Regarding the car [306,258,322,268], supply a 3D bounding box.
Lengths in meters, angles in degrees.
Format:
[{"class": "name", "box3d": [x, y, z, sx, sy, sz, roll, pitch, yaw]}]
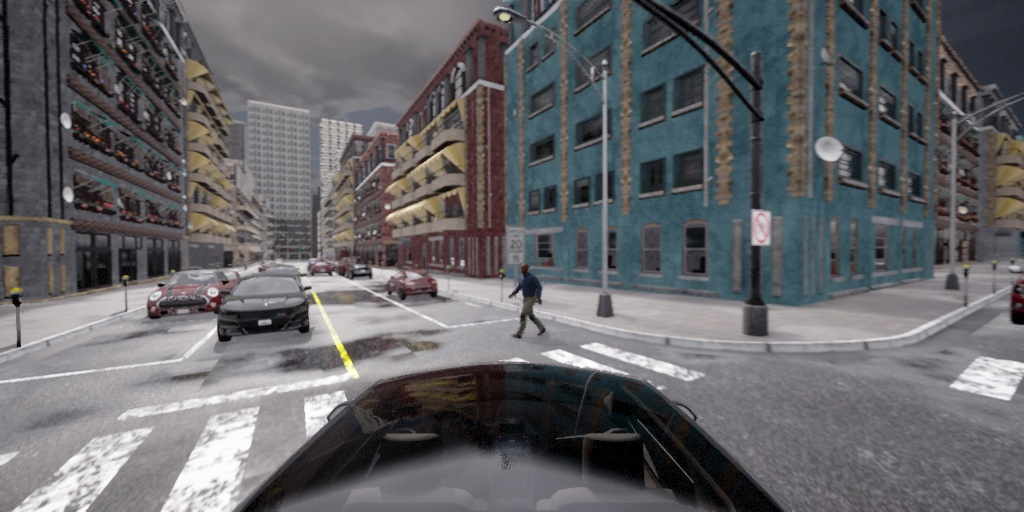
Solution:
[{"class": "car", "box3d": [-25.751, 1.302, 47.093, 1.812, 1.442, 4.674, -1, 0, -31]}]

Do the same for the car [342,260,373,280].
[{"class": "car", "box3d": [-13.438, 1.291, 31.583, 1.948, 1.339, 4.313, 0, 0, -31]}]

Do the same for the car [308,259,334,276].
[{"class": "car", "box3d": [-19.903, 1.293, 37.432, 1.812, 1.442, 4.674, -1, 0, -31]}]

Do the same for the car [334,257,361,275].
[{"class": "car", "box3d": [-16.300, 1.045, 36.337, 2.192, 1.841, 5.009, 0, 0, -31]}]

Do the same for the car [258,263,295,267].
[{"class": "car", "box3d": [-12.103, 1.294, 18.854, 1.837, 1.490, 4.892, -1, 0, -31]}]

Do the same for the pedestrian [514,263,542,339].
[{"class": "pedestrian", "box3d": [0.368, 0.997, 8.451, 0.375, 1.860, 0.375, -2, 2, -31]}]

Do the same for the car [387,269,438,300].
[{"class": "car", "box3d": [-4.849, 1.293, 17.324, 1.802, 1.307, 4.207, 0, 0, -31]}]

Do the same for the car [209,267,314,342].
[{"class": "car", "box3d": [-6.996, 1.258, 10.362, 1.882, 1.535, 5.008, -1, 0, -32]}]

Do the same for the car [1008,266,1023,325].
[{"class": "car", "box3d": [14.431, 0.763, 9.032, 5.009, 1.841, 2.192, 0, 0, -31]}]

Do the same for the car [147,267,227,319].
[{"class": "car", "box3d": [-11.592, 1.258, 13.238, 1.967, 1.591, 4.097, 0, 0, -31]}]

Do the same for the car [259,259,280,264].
[{"class": "car", "box3d": [-31.626, 1.291, 46.517, 1.967, 1.591, 4.097, 0, 0, -31]}]
